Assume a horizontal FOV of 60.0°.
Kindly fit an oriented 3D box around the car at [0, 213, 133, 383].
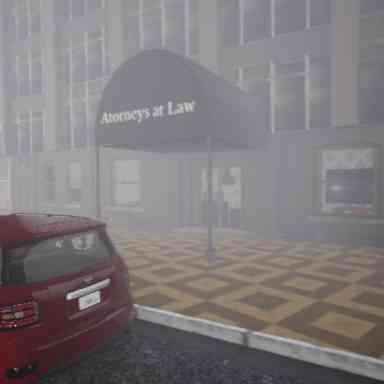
[{"bbox_3d":[-3.132,1.266,4.869,5.009,1.841,2.192,0,2,32],"label":"car"}]
